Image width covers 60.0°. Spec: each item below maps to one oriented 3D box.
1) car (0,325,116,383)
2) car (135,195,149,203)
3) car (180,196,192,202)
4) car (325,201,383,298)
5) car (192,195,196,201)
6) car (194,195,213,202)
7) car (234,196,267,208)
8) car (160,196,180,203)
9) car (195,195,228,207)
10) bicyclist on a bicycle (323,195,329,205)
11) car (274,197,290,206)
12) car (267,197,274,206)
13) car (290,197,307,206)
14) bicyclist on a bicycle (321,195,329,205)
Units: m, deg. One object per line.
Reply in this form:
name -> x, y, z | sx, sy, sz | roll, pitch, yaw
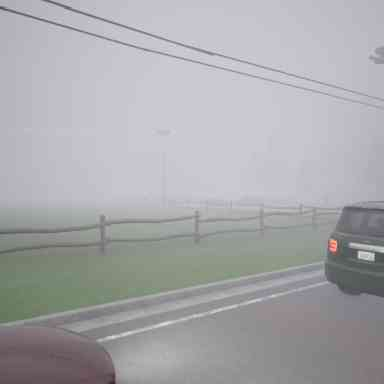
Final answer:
car -> -2.736, 1.526, 1.872 | 4.674, 1.442, 1.812 | 0, 0, -34
car -> -10.847, 1.504, 71.238 | 1.837, 1.490, 4.892 | 0, 0, -34
car -> -2.674, 1.520, 71.610 | 2.128, 1.511, 4.902 | 0, 0, -34
car -> 5.302, 1.222, 7.386 | 5.566, 2.045, 2.150 | 0, 0, -34
car -> 0.337, 1.504, 73.396 | 1.837, 1.490, 4.892 | 0, 0, -34
car -> 2.509, 1.503, 76.407 | 1.837, 1.490, 4.892 | 0, 0, -34
car -> 8.317, 1.354, 49.164 | 2.097, 1.767, 4.553 | 0, 0, -34
car -> -4.968, 1.508, 68.890 | 1.837, 1.490, 4.892 | 0, 0, -34
car -> 3.233, 1.549, 50.446 | 2.033, 1.411, 5.357 | 0, 0, -34
bicyclist on a bicycle -> 22.144, 1.305, 54.457 | 1.656, 1.620, 0.582 | 0, 0, -44
car -> 13.199, 1.528, 54.447 | 1.812, 1.442, 4.674 | 0, 0, -34
car -> 10.110, 1.354, 52.768 | 2.097, 1.767, 4.553 | 0, 0, -34
car -> 16.888, 1.528, 55.235 | 1.812, 1.442, 4.674 | 0, 0, -34
bicyclist on a bicycle -> 22.007, 1.305, 55.005 | 0.582, 1.620, 1.656 | 0, 0, 43
